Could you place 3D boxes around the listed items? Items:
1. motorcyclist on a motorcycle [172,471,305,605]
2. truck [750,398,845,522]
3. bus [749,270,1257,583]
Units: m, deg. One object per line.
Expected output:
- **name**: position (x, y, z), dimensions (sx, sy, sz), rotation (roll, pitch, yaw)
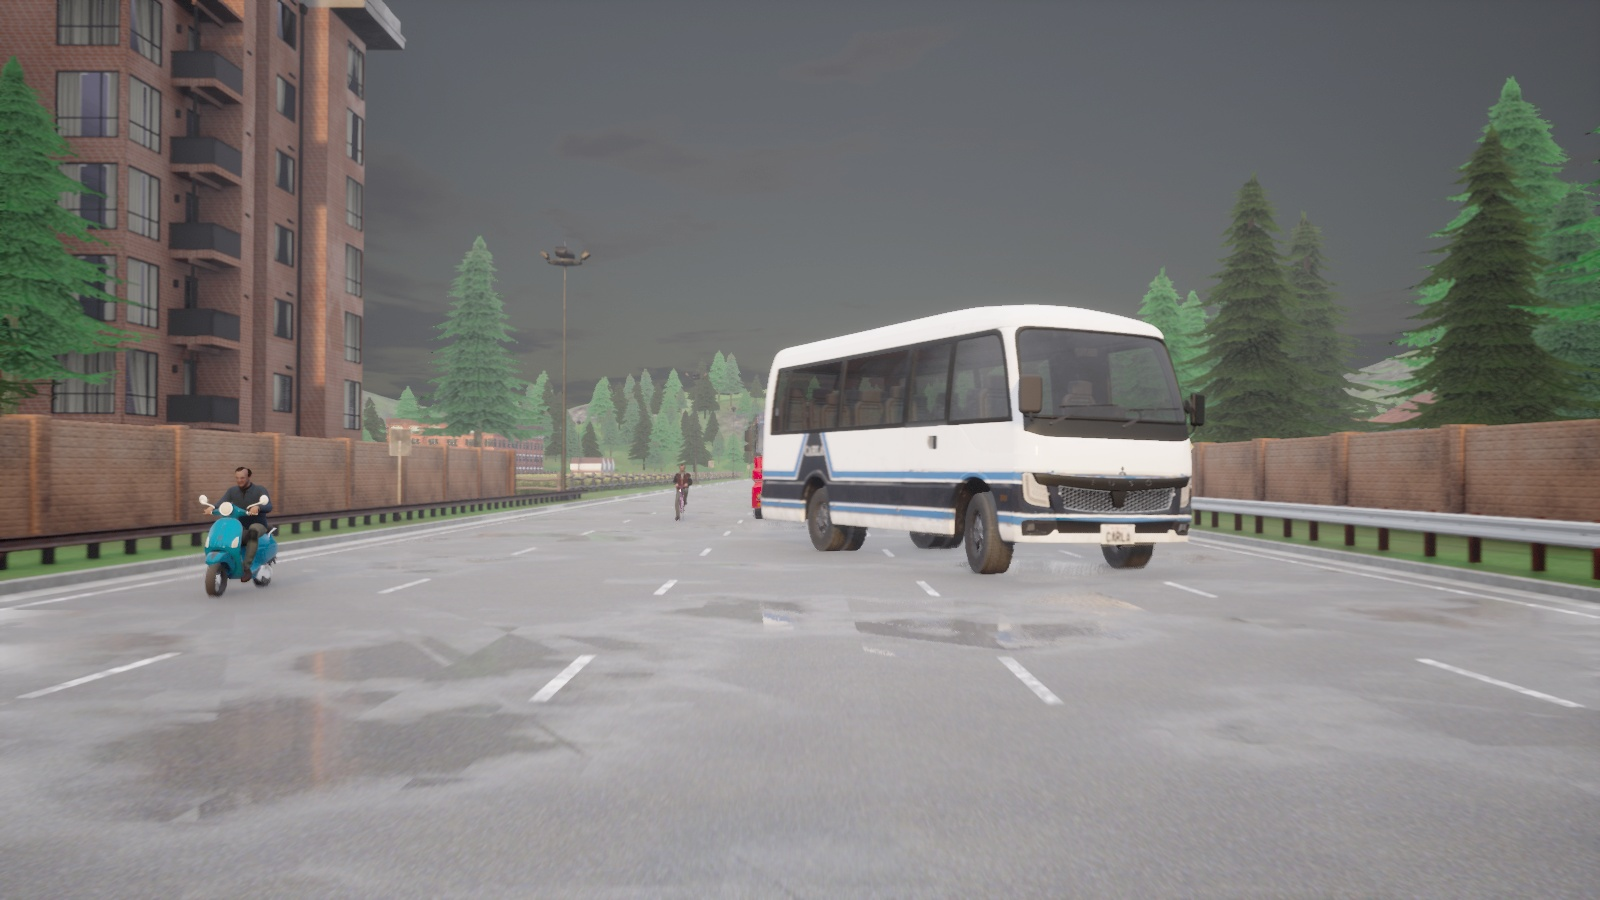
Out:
- **motorcyclist on a motorcycle**: position (-7.031, 1.063, 15.841), dimensions (0.866, 1.590, 1.817), rotation (0, -1, 0)
- **truck**: position (-0.090, 0.373, 42.965), dimensions (2.891, 3.827, 8.468), rotation (0, -1, 0)
- **bus**: position (2.864, -0.195, 22.500), dimensions (3.944, 4.253, 10.273), rotation (1, -2, -24)
